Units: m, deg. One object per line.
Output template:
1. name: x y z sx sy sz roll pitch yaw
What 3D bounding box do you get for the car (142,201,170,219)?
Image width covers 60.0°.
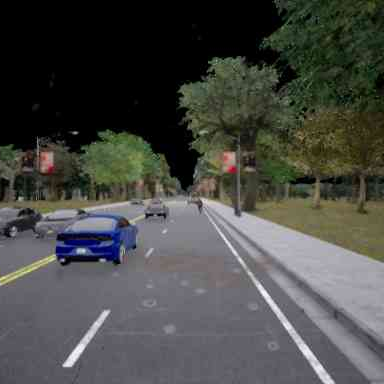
1. car: -3.141 1.740 30.824 1.895 1.301 4.718 0 0 0

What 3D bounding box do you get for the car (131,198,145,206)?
1. car: -9.765 1.825 60.173 1.994 1.385 4.181 0 0 1

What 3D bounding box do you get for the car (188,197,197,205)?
1. car: 0.048 1.842 68.671 2.033 1.411 5.357 0 0 1

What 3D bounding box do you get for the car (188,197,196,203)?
1. car: 0.027 1.886 78.077 1.994 1.385 4.181 0 0 0

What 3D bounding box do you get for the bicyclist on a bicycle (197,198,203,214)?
1. bicyclist on a bicycle: 0.906 1.606 34.142 0.582 1.620 1.656 0 -1 0

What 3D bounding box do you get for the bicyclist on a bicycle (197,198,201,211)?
1. bicyclist on a bicycle: 0.908 1.646 43.469 0.582 1.620 1.656 0 -1 0

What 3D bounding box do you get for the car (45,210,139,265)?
1. car: -3.147 1.532 11.928 1.882 1.535 5.008 0 0 0

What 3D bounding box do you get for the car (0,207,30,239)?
1. car: -9.841 1.588 18.126 1.837 1.490 4.892 0 0 0

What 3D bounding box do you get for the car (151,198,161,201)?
1. car: -6.518 1.825 60.182 1.994 1.385 4.181 0 0 1

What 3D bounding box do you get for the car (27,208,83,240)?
1. car: -6.591 1.607 17.731 1.812 1.442 4.674 0 0 0
